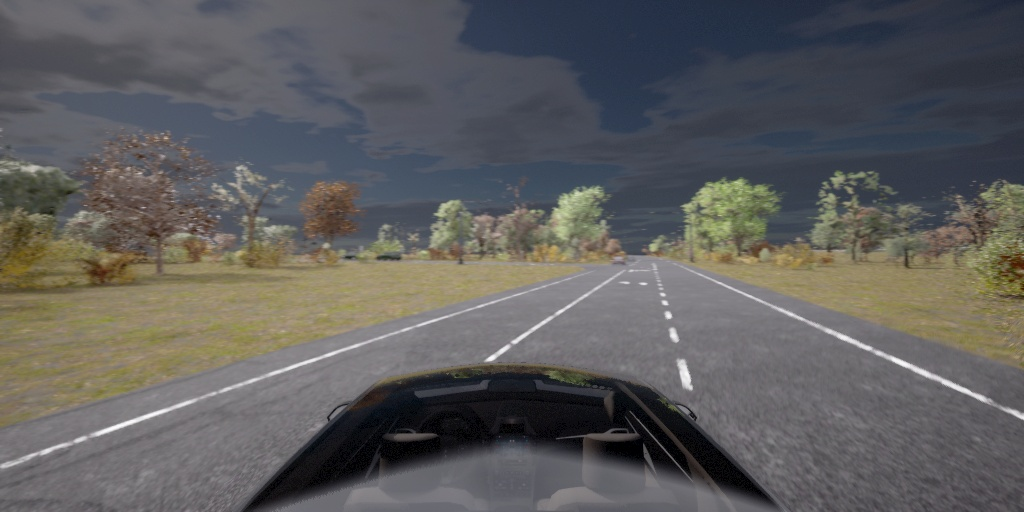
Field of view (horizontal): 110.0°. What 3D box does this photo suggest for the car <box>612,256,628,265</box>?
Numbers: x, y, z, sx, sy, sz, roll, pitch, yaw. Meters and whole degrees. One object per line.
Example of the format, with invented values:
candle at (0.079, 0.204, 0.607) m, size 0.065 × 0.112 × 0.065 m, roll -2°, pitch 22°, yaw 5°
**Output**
car at (17.098, 0.797, 57.439) m, size 1.812 × 1.442 × 4.674 m, roll 0°, pitch 0°, yaw 21°
